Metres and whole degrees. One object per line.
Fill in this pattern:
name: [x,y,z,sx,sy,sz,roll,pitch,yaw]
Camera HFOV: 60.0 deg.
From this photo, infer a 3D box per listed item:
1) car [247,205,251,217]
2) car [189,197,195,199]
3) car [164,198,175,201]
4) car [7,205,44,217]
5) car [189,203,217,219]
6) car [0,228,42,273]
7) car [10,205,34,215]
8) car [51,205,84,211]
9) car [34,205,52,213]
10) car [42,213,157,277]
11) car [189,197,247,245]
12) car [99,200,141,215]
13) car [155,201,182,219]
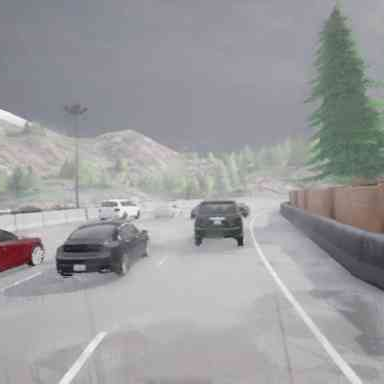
car: [4.784,1.800,33.644,1.994,1.385,4.181,-2,-1,14]
car: [0.577,1.814,79.190,2.097,1.767,4.553,-2,-1,30]
car: [-5.716,2.240,82.262,1.882,1.535,5.008,-2,-1,29]
car: [-23.978,2.682,48.169,1.837,1.490,4.892,-2,-1,17]
car: [1.194,1.899,33.704,1.994,1.385,4.181,-2,-1,14]
car: [-6.304,1.756,9.760,1.882,1.535,5.008,-2,-1,5]
car: [-21.418,2.668,44.591,1.895,1.301,4.718,-2,-1,16]
car: [-14.951,2.461,41.748,1.895,1.301,4.718,-2,-1,16]
car: [-17.930,2.457,44.005,2.128,1.511,4.902,-2,-1,16]
car: [-2.674,1.699,10.964,1.837,1.490,4.892,-2,0,5]
car: [1.398,1.364,16.426,2.150,2.045,5.566,-2,0,7]
car: [-6.645,1.742,31.109,2.150,2.045,5.566,-2,0,13]
car: [-2.382,1.958,33.837,1.812,1.442,4.674,-2,-1,14]
